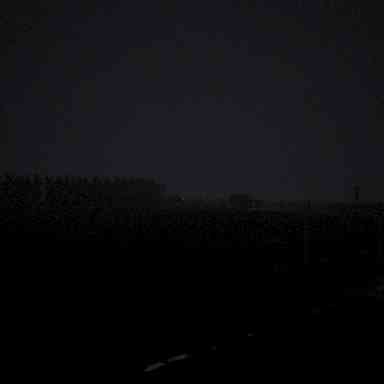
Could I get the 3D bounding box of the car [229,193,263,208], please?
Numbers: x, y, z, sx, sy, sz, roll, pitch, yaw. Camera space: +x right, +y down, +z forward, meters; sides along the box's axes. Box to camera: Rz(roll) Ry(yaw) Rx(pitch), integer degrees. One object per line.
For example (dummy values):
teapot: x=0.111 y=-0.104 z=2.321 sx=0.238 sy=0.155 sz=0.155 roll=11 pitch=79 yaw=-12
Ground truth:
car: x=7.855 y=1.229 z=48.734 sx=2.150 sy=2.045 sz=5.566 roll=0 pitch=0 yaw=-35

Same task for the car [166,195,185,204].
car: x=-3.275 y=1.373 z=64.649 sx=2.097 sy=1.767 sz=4.553 roll=0 pitch=0 yaw=-35
